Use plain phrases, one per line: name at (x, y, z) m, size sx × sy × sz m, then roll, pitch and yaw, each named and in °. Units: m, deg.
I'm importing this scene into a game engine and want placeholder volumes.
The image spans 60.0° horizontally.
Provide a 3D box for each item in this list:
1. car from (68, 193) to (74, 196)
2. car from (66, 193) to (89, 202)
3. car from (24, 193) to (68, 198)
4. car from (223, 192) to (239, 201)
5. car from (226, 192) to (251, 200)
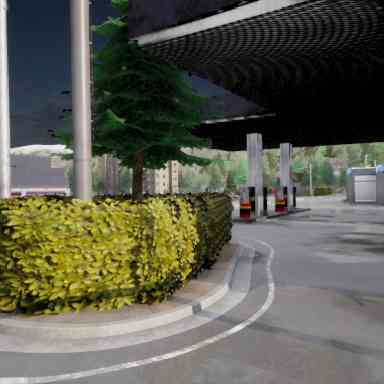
car at (-24.243, 1.124, 63.877) m, size 3.866 × 1.878 × 1.905 m, roll -1°, pitch 1°, yaw 35°
car at (-22.897, 1.103, 66.486) m, size 4.605 × 1.855 × 1.932 m, roll -1°, pitch 1°, yaw 35°
car at (-14.773, 1.183, 33.589) m, size 3.866 × 1.878 × 1.905 m, roll -1°, pitch 1°, yaw 35°
car at (7.434, 0.850, 63.913) m, size 5.027 × 1.636 × 2.152 m, roll -1°, pitch 1°, yaw 35°
car at (9.206, 0.812, 66.502) m, size 4.514 × 1.523 × 2.007 m, roll -1°, pitch 1°, yaw 35°
